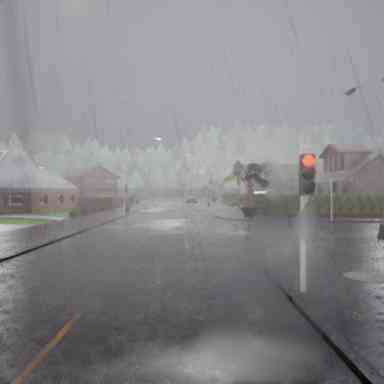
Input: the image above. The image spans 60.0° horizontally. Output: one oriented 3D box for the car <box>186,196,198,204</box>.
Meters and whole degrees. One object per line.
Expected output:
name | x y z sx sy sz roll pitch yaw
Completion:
car | -0.072 1.480 61.424 1.837 1.490 4.892 0 0 0
